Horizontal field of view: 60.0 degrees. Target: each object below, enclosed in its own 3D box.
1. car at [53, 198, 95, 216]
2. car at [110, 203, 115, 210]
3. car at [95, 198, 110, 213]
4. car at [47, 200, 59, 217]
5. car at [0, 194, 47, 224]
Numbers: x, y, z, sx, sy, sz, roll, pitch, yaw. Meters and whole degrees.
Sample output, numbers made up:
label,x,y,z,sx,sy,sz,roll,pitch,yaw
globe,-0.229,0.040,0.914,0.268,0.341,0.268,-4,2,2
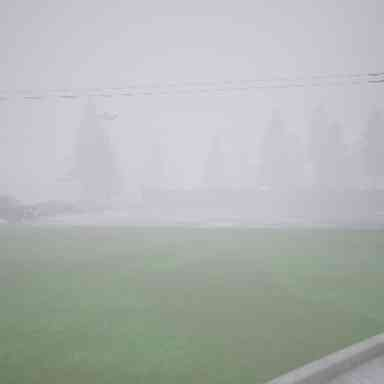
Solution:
label,x,y,z,sx,sy,sz,roll,pitch,yaw
car,-12.071,1.432,30.955,4.902,1.511,2.128,0,0,6
car,-11.238,1.435,37.905,4.892,1.490,1.837,0,0,6
car,-11.071,1.499,34.366,4.181,1.385,1.994,0,0,6
car,-14.008,1.547,27.651,4.718,1.301,1.895,0,0,6
car,-13.924,1.174,24.118,5.566,2.045,2.150,0,0,6
